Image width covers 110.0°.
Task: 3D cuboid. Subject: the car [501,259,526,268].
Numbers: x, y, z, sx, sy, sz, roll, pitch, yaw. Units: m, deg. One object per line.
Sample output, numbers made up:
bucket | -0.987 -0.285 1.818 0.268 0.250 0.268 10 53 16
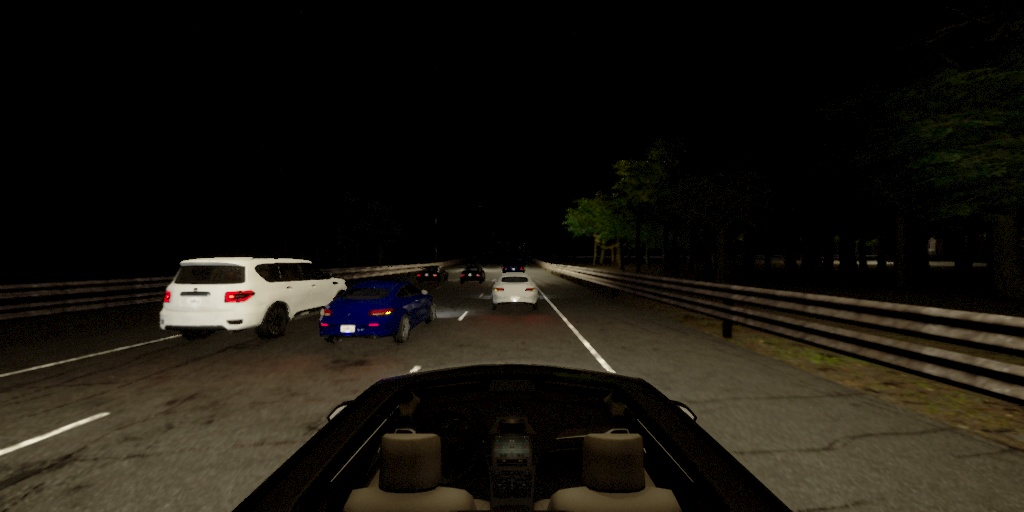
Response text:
car | 0.158 1.321 34.897 2.150 2.045 5.566 0 -1 0

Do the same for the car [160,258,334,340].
car | -6.905 1.080 10.511 2.150 2.045 5.566 0 0 0

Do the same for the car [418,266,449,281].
car | -6.851 1.616 31.375 2.033 1.411 5.357 0 -1 0

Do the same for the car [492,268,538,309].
car | 0.115 1.440 15.722 1.812 1.442 4.674 0 -1 0

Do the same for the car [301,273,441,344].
car | -3.418 1.373 9.801 1.812 1.442 4.674 0 -1 0

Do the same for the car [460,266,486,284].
car | -3.351 1.616 31.374 2.033 1.411 5.357 0 -1 0
